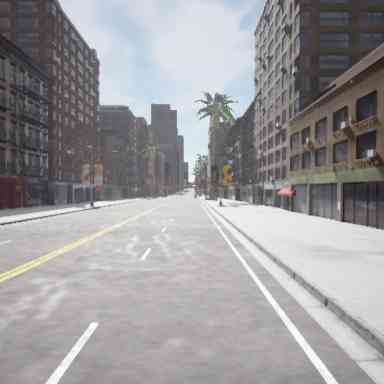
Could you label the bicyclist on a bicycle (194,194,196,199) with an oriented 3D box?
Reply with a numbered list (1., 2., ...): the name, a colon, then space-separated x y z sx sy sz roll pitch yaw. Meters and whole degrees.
1. bicyclist on a bicycle: 0.904 1.383 90.455 0.582 1.620 1.656 1 -1 0
